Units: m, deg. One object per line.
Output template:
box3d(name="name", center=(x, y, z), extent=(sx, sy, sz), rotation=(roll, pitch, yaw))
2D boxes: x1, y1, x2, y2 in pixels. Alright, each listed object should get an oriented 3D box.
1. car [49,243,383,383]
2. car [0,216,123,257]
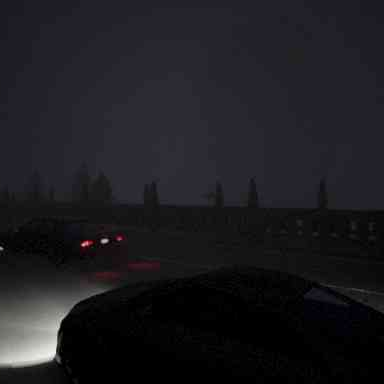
box3d(name="car", center=(0.350, 1.565, 3.742), extent=(4.181, 1.385, 1.994), rotation=(0, 0, 35))
box3d(name="car", center=(-4.718, 1.552, 11.654), extent=(5.357, 1.411, 2.033), rotation=(0, 0, 35))
